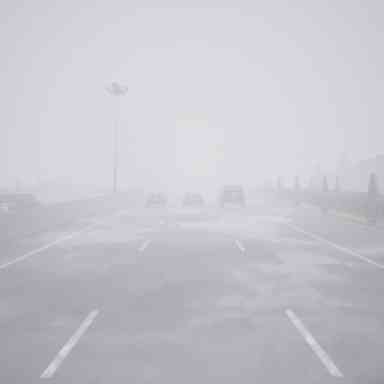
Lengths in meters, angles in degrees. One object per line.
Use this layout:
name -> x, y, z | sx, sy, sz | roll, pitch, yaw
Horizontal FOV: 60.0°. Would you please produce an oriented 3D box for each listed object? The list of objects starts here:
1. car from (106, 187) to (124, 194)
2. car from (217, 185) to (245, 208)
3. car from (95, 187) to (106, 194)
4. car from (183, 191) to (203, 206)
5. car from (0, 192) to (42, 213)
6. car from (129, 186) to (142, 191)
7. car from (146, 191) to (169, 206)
car -> -13.985, -0.261, 61.918 | 1.895, 1.301, 4.718 | 0, 1, 0
car -> 3.611, 0.315, 31.267 | 2.150, 2.045, 5.566 | 0, 2, 0
car -> -17.475, -0.337, 64.781 | 1.994, 1.385, 4.181 | 0, 1, 0
car -> 0.110, 0.595, 33.191 | 1.994, 1.385, 4.181 | 0, 2, 0
car -> -10.590, 0.838, 19.292 | 2.097, 1.767, 4.553 | 0, 2, 0
car -> -10.489, -0.367, 62.354 | 1.837, 1.490, 4.892 | 0, 1, 1
car -> -3.390, 0.601, 33.000 | 1.994, 1.385, 4.181 | 0, 2, 0
